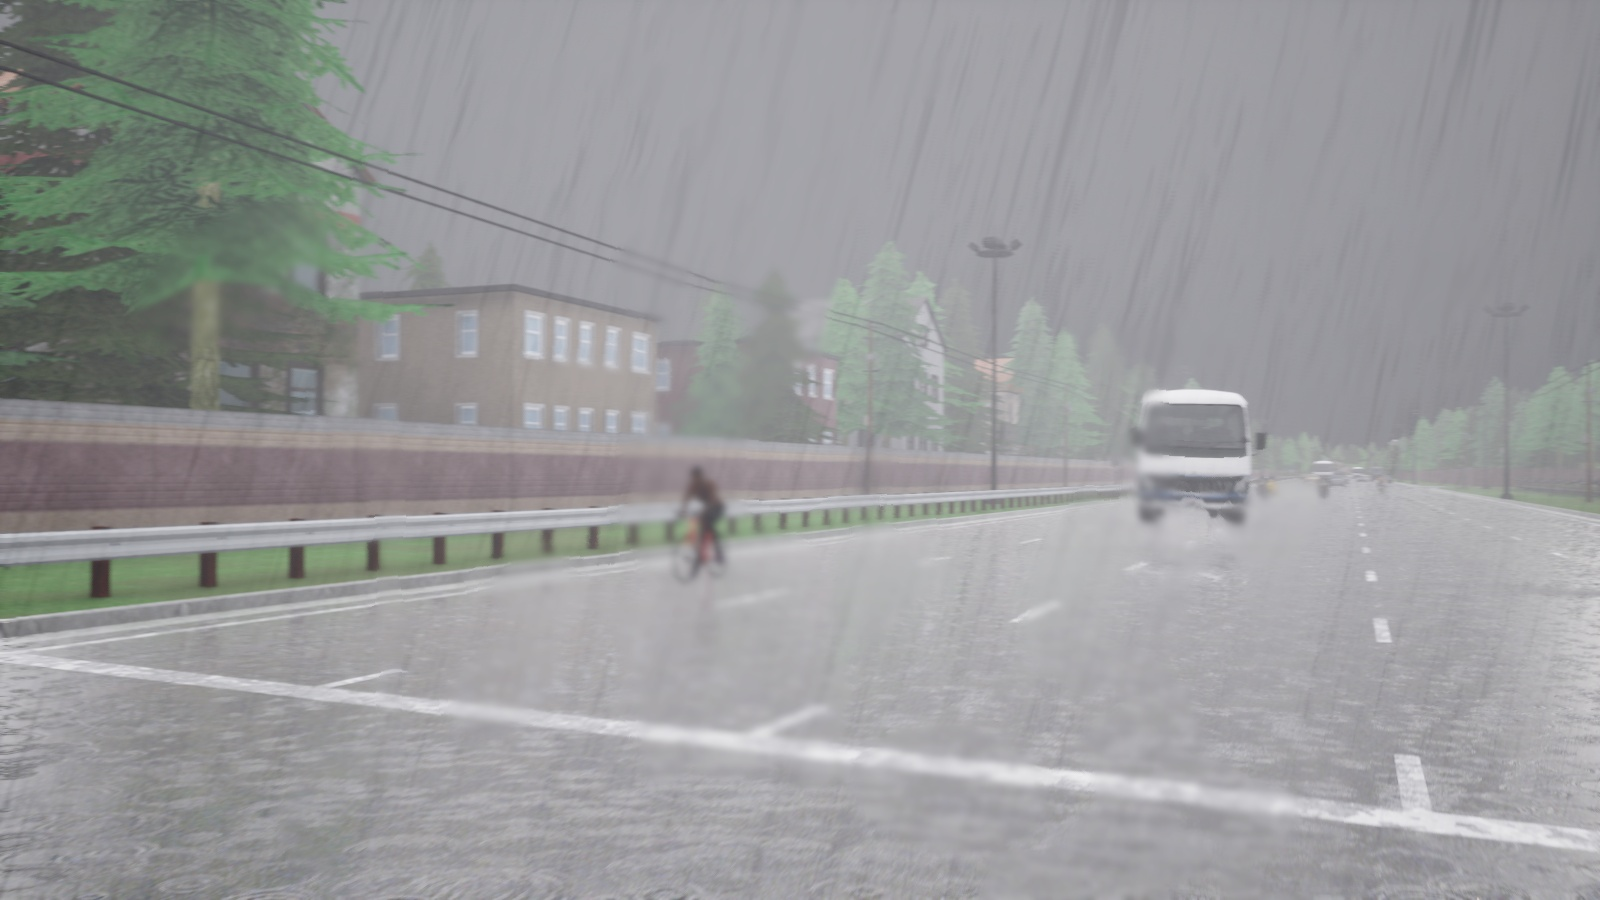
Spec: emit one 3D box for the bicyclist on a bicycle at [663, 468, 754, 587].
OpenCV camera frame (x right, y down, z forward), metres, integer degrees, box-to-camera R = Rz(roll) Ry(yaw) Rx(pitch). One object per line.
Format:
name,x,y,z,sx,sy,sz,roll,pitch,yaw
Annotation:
bicyclist on a bicycle,-1.291,1.072,17.988,0.582,1.620,1.656,-1,-1,24

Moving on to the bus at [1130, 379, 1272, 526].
bus,13.212,0.126,41.959,3.944,4.253,10.273,1,-1,16

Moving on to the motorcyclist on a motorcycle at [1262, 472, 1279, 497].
motorcyclist on a motorcycle,29.153,2.119,77.785,0.866,1.530,2.191,-1,-1,24

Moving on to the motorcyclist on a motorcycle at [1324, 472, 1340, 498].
motorcyclist on a motorcycle,32.187,2.085,75.996,0.866,1.530,2.191,-1,-1,24
